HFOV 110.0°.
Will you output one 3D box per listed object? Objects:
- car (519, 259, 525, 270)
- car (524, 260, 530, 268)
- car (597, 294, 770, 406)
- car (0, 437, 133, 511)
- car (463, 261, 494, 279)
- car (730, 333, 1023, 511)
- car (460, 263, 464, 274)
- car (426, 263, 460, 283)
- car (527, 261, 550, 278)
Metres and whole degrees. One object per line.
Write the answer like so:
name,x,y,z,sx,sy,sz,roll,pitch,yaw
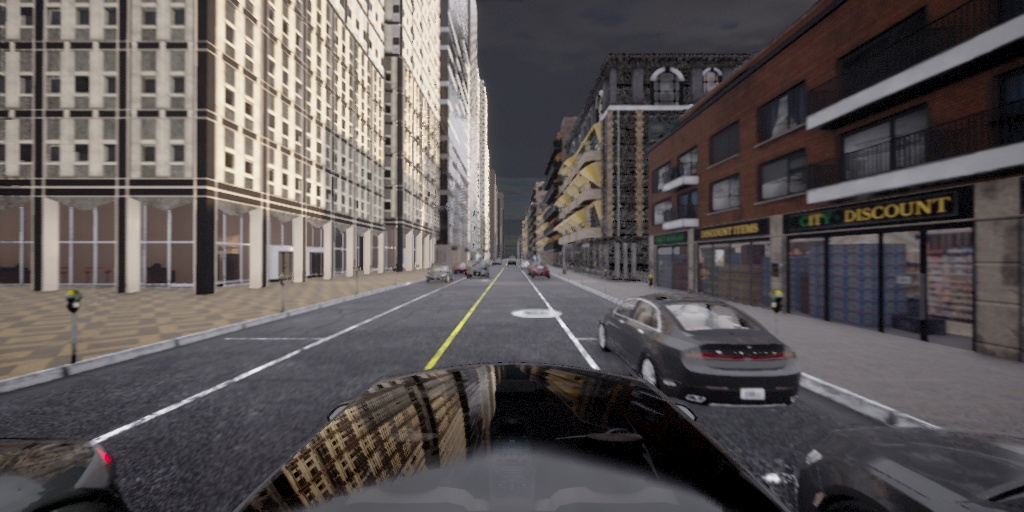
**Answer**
car,2.352,1.454,57.744,1.812,1.442,4.674,0,0,0
car,2.691,1.308,40.086,1.967,1.591,4.097,0,0,0
car,2.691,1.313,6.194,2.007,1.370,4.403,0,0,0
car,-3.087,1.310,0.213,1.994,1.385,4.181,0,0,0
car,-3.093,1.411,33.847,1.994,1.385,4.181,0,0,0
car,2.690,1.297,0.546,2.007,1.370,4.403,0,0,0
car,-5.689,1.413,40.086,1.888,1.381,4.507,0,0,0
car,-5.689,1.382,28.788,2.007,1.370,4.403,0,0,0
car,2.691,1.431,34.437,1.802,1.307,4.207,0,0,0
